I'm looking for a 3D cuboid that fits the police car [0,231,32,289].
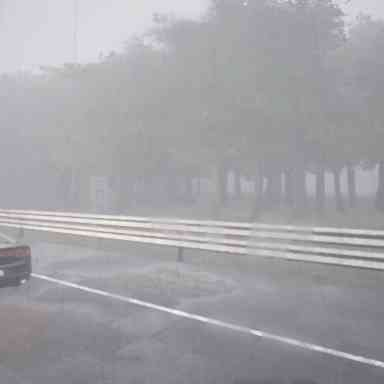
[{"bbox_3d":[-6.015,1.456,8.190,5.238,1.638,1.930,0,0,35],"label":"police car"}]
